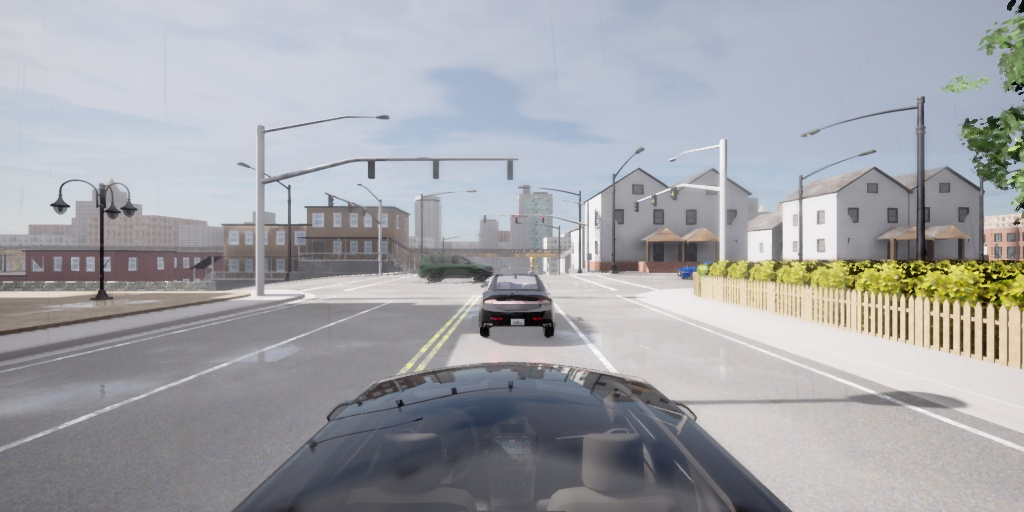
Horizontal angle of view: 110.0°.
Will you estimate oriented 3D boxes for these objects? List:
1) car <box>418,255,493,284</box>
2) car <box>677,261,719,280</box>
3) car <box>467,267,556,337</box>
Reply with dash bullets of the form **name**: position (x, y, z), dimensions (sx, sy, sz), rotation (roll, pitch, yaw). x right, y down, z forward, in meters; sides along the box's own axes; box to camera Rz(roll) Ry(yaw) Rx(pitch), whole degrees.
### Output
- **car**: position (-4.031, 0.926, 26.379), dimensions (5.566, 2.045, 2.150), rotation (0, 0, -1)
- **car**: position (16.655, 1.228, 30.356), dimensions (5.008, 1.535, 1.882), rotation (0, 0, -1)
- **car**: position (0.114, 1.242, 10.311), dimensions (2.128, 1.511, 4.902), rotation (0, 0, 0)
